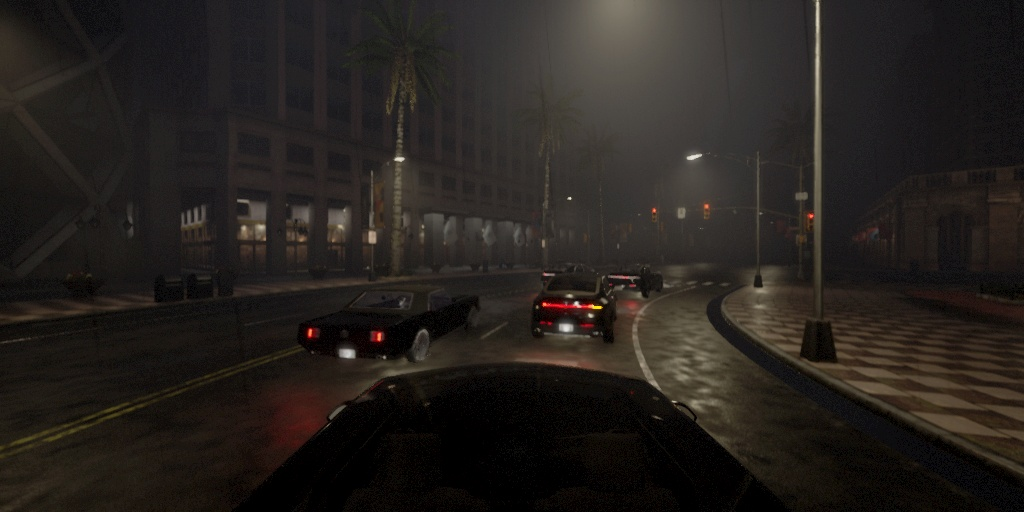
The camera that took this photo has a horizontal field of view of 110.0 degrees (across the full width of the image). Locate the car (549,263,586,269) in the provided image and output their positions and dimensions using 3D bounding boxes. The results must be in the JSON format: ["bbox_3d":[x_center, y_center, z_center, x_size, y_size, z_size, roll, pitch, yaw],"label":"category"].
[{"bbox_3d":[3.325,1.116,19.719,2.128,1.511,4.902,0,0,33],"label":"car"}]

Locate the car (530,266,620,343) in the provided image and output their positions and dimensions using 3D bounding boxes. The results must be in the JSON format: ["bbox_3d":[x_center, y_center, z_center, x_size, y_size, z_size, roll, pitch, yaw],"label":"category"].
[{"bbox_3d":[1.829,1.200,9.627,1.837,1.490,4.892,0,0,17],"label":"car"}]

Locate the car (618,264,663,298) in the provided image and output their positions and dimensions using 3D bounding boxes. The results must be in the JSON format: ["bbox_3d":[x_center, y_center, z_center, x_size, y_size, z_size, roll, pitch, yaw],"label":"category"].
[{"bbox_3d":[6.149,1.126,17.753,2.128,1.511,4.902,0,0,33],"label":"car"}]

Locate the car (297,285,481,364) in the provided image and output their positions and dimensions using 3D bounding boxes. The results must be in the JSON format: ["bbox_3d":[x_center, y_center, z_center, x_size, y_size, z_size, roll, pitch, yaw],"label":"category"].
[{"bbox_3d":[-2.223,1.312,8.097,1.895,1.301,4.718,0,0,13],"label":"car"}]
